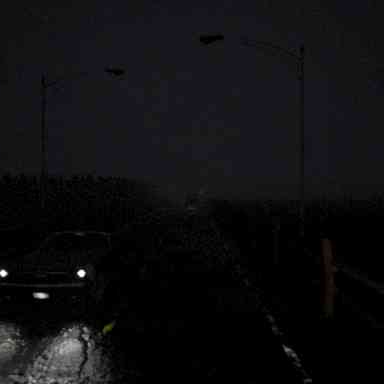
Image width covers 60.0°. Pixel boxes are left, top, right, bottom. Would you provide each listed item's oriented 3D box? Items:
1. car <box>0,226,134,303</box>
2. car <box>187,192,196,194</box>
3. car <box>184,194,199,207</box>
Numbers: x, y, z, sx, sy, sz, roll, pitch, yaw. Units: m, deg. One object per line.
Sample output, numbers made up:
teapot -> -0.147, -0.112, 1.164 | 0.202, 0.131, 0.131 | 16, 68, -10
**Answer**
car -> -2.764, 1.587, 8.304 | 1.895, 1.301, 4.718 | 0, 0, 0
car -> -0.046, 1.082, 59.225 | 2.150, 2.045, 5.566 | 0, 0, 0
car -> -0.039, 1.394, 49.051 | 1.837, 1.490, 4.892 | 0, 0, 0
